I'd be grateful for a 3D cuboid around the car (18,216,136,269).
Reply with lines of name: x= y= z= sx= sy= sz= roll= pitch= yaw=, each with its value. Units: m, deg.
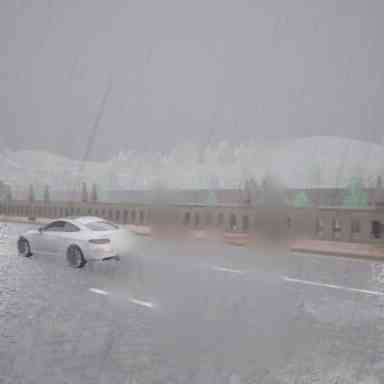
car: x=-3.912 y=1.526 z=11.085 sx=4.674 sy=1.442 sz=1.812 roll=0 pitch=0 yaw=36
